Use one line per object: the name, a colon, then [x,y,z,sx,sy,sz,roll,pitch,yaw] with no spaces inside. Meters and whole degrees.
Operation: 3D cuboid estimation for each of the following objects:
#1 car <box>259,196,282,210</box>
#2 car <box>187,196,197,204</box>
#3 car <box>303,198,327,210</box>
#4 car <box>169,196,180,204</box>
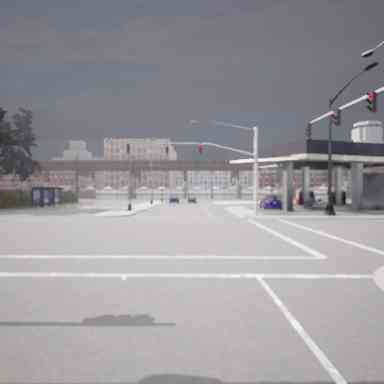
car: [9.715,1.299,41.144,2.242,1.667,4.611,0,0,0]
car: [0.009,1.554,65.820,2.033,1.411,5.357,0,0,0]
car: [15.461,1.460,41.905,1.970,1.475,3.806,0,0,0]
car: [-3.491,1.484,65.820,1.882,1.535,5.008,0,0,0]
